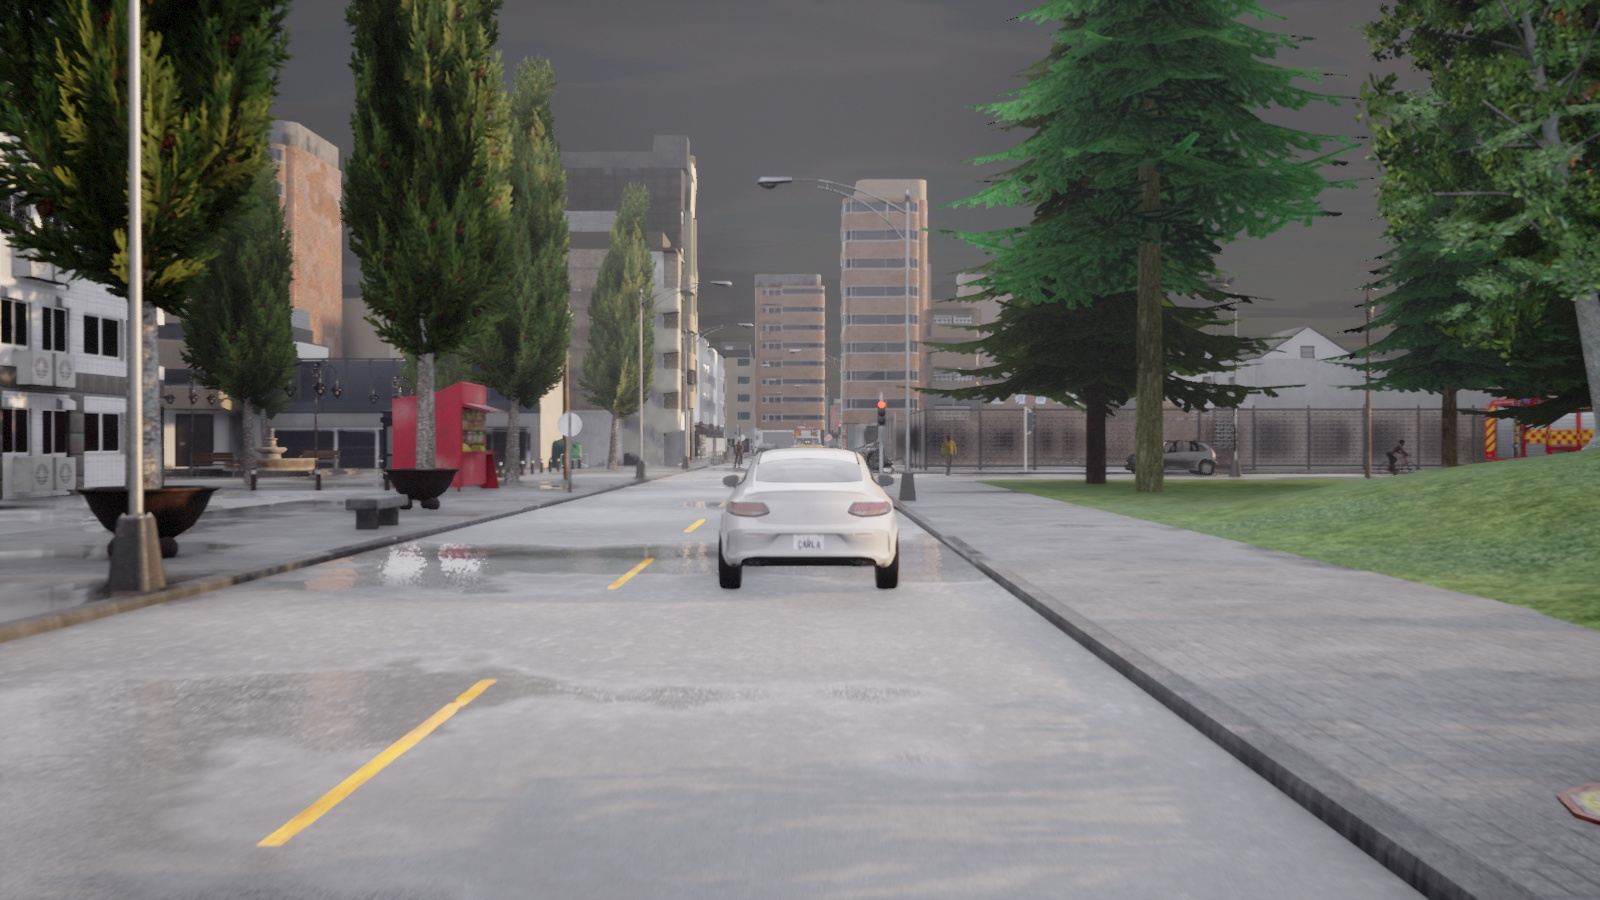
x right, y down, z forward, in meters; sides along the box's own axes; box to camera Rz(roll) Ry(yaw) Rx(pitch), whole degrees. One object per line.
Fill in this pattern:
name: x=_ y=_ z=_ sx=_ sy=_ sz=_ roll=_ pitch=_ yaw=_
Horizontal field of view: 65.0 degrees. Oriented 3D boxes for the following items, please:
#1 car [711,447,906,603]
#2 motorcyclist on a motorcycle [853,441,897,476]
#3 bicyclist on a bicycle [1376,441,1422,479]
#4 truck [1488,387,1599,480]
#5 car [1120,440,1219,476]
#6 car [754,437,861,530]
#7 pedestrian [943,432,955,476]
car: x=0.093 y=0.693 z=14.035 sx=1.812 sy=1.442 sz=4.674 roll=0 pitch=0 yaw=0
motorcyclist on a motorcycle: x=3.501 y=0.374 z=58.288 sx=1.817 sy=1.590 sz=0.866 roll=0 pitch=-2 yaw=24
bicyclist on a bicycle: x=25.424 y=0.419 z=53.297 sx=1.656 sy=1.620 sz=0.582 roll=0 pitch=0 yaw=0
truck: x=34.163 y=-0.691 z=53.236 sx=8.468 sy=3.827 sz=2.891 roll=0 pitch=0 yaw=-1
car: x=16.842 y=0.335 z=57.336 sx=3.988 sy=1.617 sz=1.851 roll=0 pitch=0 yaw=0
car: x=0.148 y=0.551 z=23.942 sx=1.801 sy=1.575 sz=5.366 roll=0 pitch=0 yaw=0
pedestrian: x=6.248 y=0.184 z=52.700 sx=0.370 sy=1.835 sz=0.726 roll=0 pitch=0 yaw=-5
